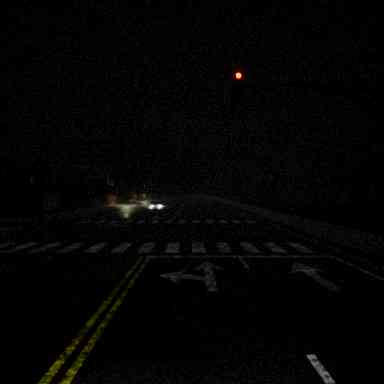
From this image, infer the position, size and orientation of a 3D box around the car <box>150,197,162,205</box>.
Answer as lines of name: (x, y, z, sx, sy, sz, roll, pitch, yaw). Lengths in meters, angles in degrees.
car: (-6.384, 1.573, 59.268, 1.895, 1.301, 4.718, 0, 0, 0)
